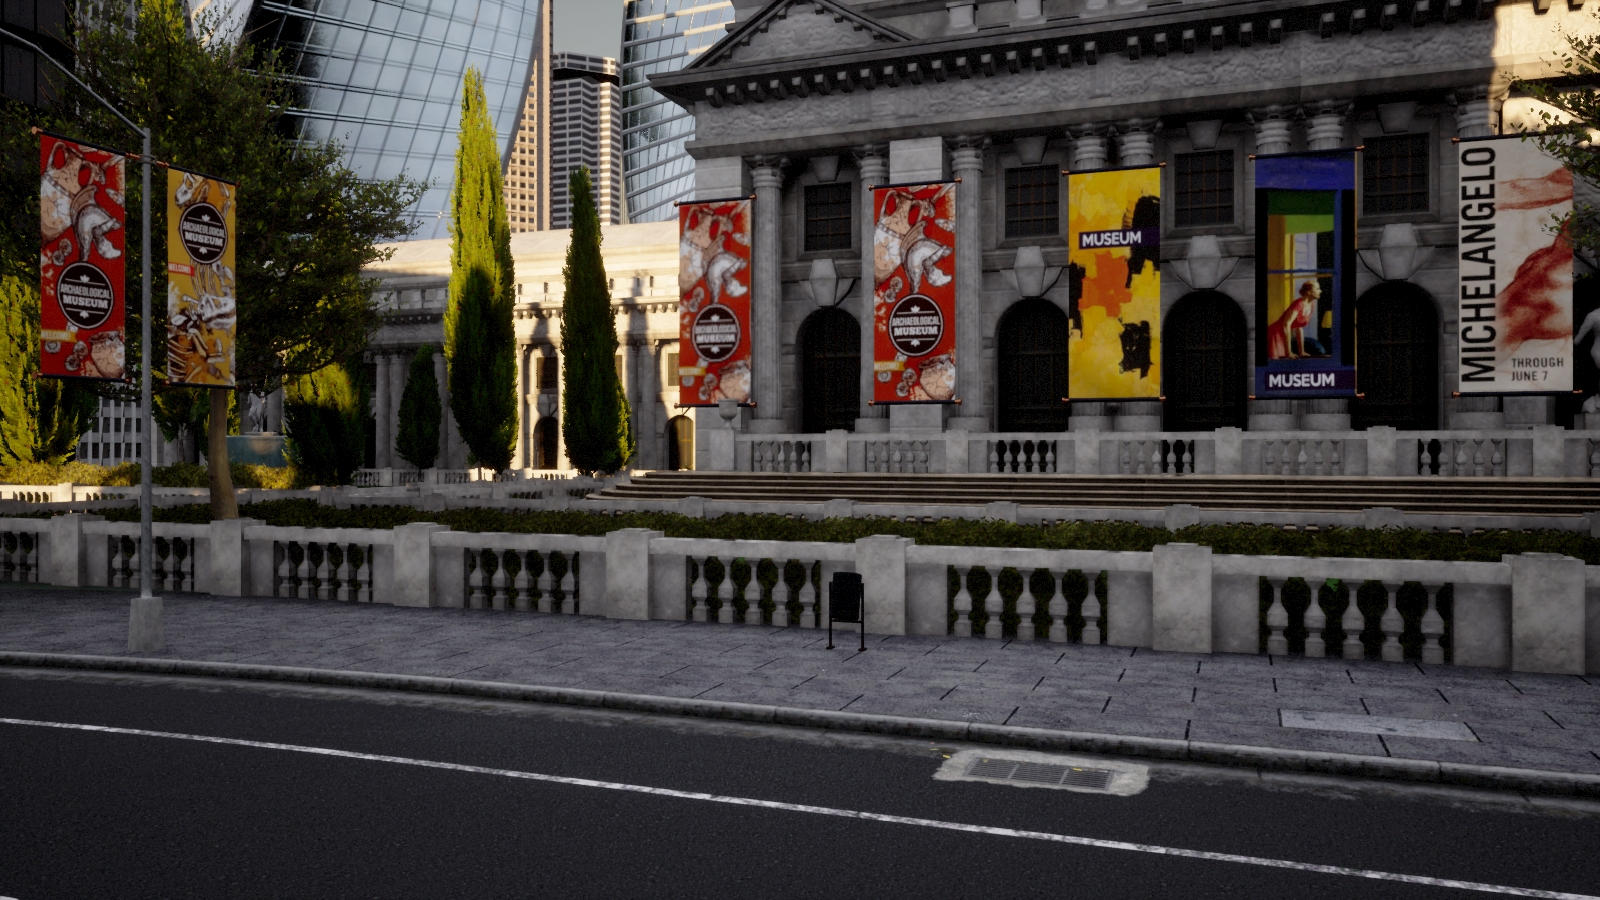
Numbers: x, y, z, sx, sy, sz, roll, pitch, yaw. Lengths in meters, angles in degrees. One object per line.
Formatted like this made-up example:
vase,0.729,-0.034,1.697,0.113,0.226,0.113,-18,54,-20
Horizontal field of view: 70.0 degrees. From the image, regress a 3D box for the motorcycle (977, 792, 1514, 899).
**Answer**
motorcycle,1.795,2.213,4.934,2.033,1.145,0.803,0,0,8
